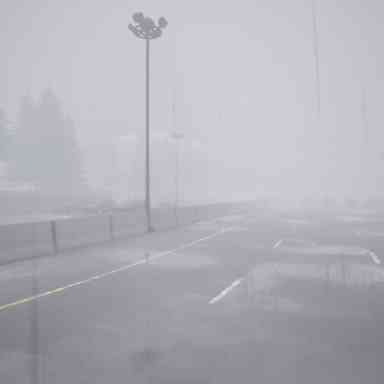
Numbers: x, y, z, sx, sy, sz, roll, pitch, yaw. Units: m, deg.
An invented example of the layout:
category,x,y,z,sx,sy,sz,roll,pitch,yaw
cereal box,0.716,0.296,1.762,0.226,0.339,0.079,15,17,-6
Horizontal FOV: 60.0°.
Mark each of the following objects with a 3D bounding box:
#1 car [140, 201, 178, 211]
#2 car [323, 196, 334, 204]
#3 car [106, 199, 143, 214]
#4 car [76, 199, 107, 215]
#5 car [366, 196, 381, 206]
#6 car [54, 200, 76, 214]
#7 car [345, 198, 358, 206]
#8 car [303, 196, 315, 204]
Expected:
category,x,y,z,sx,sy,sz,roll,pitch,yaw
car,-2.613,1.666,31.134,1.895,1.301,4.718,0,0,22
car,26.639,1.478,64.923,1.882,1.535,5.008,0,0,23
car,-5.835,1.482,32.500,1.882,1.535,5.008,0,0,22
car,-9.070,1.498,33.838,1.882,1.535,5.008,0,0,22
car,30.403,1.505,55.736,1.837,1.490,4.892,0,0,23
car,-12.304,1.564,35.176,1.837,1.490,4.892,0,0,22
car,26.143,1.601,54.618,1.895,1.301,4.718,0,0,22
car,22.673,1.505,64.494,1.837,1.490,4.892,0,0,23
